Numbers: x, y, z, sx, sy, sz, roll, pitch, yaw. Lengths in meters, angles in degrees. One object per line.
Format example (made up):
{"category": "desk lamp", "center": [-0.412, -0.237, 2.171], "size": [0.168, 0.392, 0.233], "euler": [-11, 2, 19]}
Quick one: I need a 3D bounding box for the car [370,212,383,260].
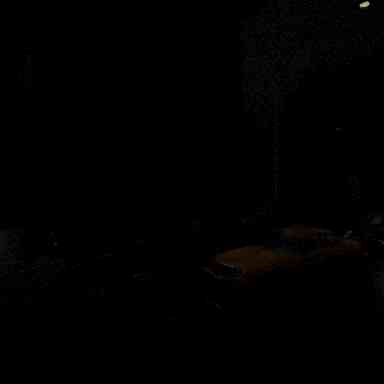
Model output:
{"category": "car", "center": [7.072, 1.438, 11.723], "size": [4.097, 1.590, 1.967], "euler": [0, 0, -36]}

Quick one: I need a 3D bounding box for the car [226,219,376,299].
{"category": "car", "center": [2.514, 1.524, 8.458], "size": [4.829, 1.417, 1.752], "euler": [0, 0, -36]}

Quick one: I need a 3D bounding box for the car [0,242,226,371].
{"category": "car", "center": [-1.769, 1.565, 5.390], "size": [4.313, 1.339, 1.947], "euler": [0, 0, -36]}
